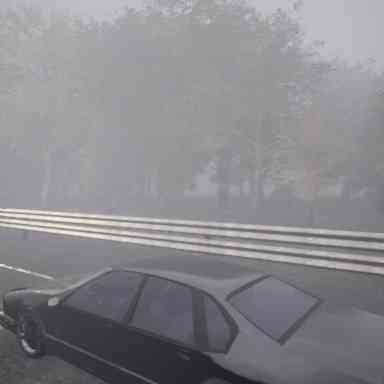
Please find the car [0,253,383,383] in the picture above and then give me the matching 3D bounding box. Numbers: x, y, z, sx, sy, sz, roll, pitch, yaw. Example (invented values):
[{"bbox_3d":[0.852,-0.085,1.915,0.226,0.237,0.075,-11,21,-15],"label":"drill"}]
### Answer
[{"bbox_3d":[-0.308,1.541,4.197,5.357,1.411,2.033,0,0,35],"label":"car"}]
